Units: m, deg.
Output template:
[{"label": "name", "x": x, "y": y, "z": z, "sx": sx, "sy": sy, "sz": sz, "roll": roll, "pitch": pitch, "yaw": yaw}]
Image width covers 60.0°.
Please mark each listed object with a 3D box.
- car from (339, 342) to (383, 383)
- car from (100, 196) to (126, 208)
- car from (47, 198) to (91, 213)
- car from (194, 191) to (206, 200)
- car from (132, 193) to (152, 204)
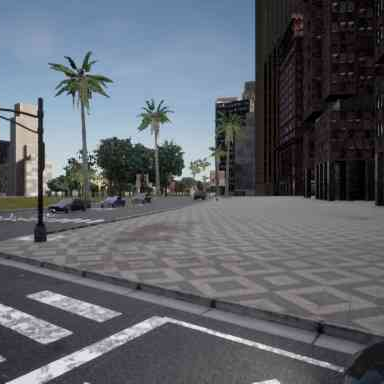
[{"label": "car", "x": 3.208, "y": 1.505, "z": 1.422, "sx": 4.892, "sy": 1.490, "sz": 1.837, "roll": 0, "pitch": 0, "yaw": 34}, {"label": "car", "x": -10.213, "y": 1.260, "z": 43.564, "sx": 1.812, "sy": 1.442, "sz": 4.674, "roll": 0, "pitch": 1, "yaw": 13}, {"label": "car", "x": -12.435, "y": 1.363, "z": 34.170, "sx": 2.033, "sy": 1.411, "sz": 5.357, "roll": 0, "pitch": 0, "yaw": 14}, {"label": "car", "x": 1.707, "y": 0.692, "z": 71.364, "sx": 2.150, "sy": 2.045, "sz": 5.566, "roll": 0, "pitch": 1, "yaw": 8}, {"label": "car", "x": -8.088, "y": 0.995, "z": 53.645, "sx": 2.097, "sy": 1.767, "sz": 4.553, "roll": 0, "pitch": 1, "yaw": 11}]
